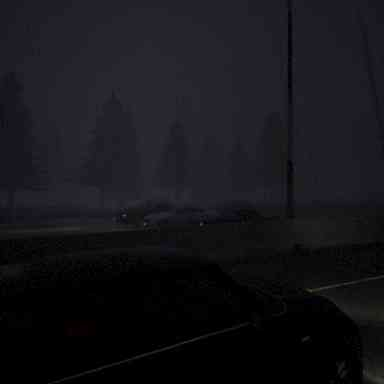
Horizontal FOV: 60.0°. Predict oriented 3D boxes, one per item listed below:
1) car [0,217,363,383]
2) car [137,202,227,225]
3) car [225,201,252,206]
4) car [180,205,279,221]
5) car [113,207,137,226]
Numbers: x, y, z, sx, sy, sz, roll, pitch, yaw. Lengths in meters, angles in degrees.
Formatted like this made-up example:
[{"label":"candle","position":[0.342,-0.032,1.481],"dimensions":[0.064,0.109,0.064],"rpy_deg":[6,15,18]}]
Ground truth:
[{"label":"car","position":[-0.338,1.349,3.238],"dimensions":[4.553,1.767,2.097],"rpy_deg":[-1,0,-35]},{"label":"car","position":[-0.568,1.486,19.509],"dimensions":[4.674,1.442,1.812],"rpy_deg":[0,0,-28]},{"label":"car","position":[3.575,1.479,29.246],"dimensions":[5.357,1.411,2.033],"rpy_deg":[0,0,-23]},{"label":"car","position":[2.038,1.561,16.963],"dimensions":[4.718,1.301,1.895],"rpy_deg":[0,0,-26]},{"label":"car","position":[-2.779,1.451,22.289],"dimensions":[4.902,1.511,2.128],"rpy_deg":[0,0,-28]}]
